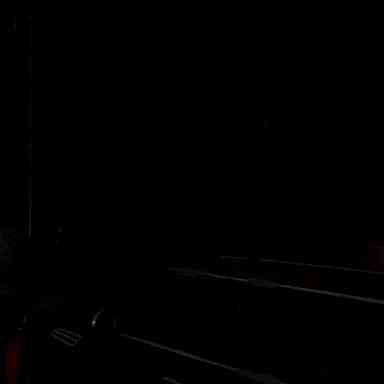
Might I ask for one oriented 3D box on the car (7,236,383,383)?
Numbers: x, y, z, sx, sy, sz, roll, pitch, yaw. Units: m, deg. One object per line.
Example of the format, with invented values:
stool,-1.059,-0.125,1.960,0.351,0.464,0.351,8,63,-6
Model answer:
car,0.573,1.315,2.666,5.009,1.841,2.192,0,0,35
